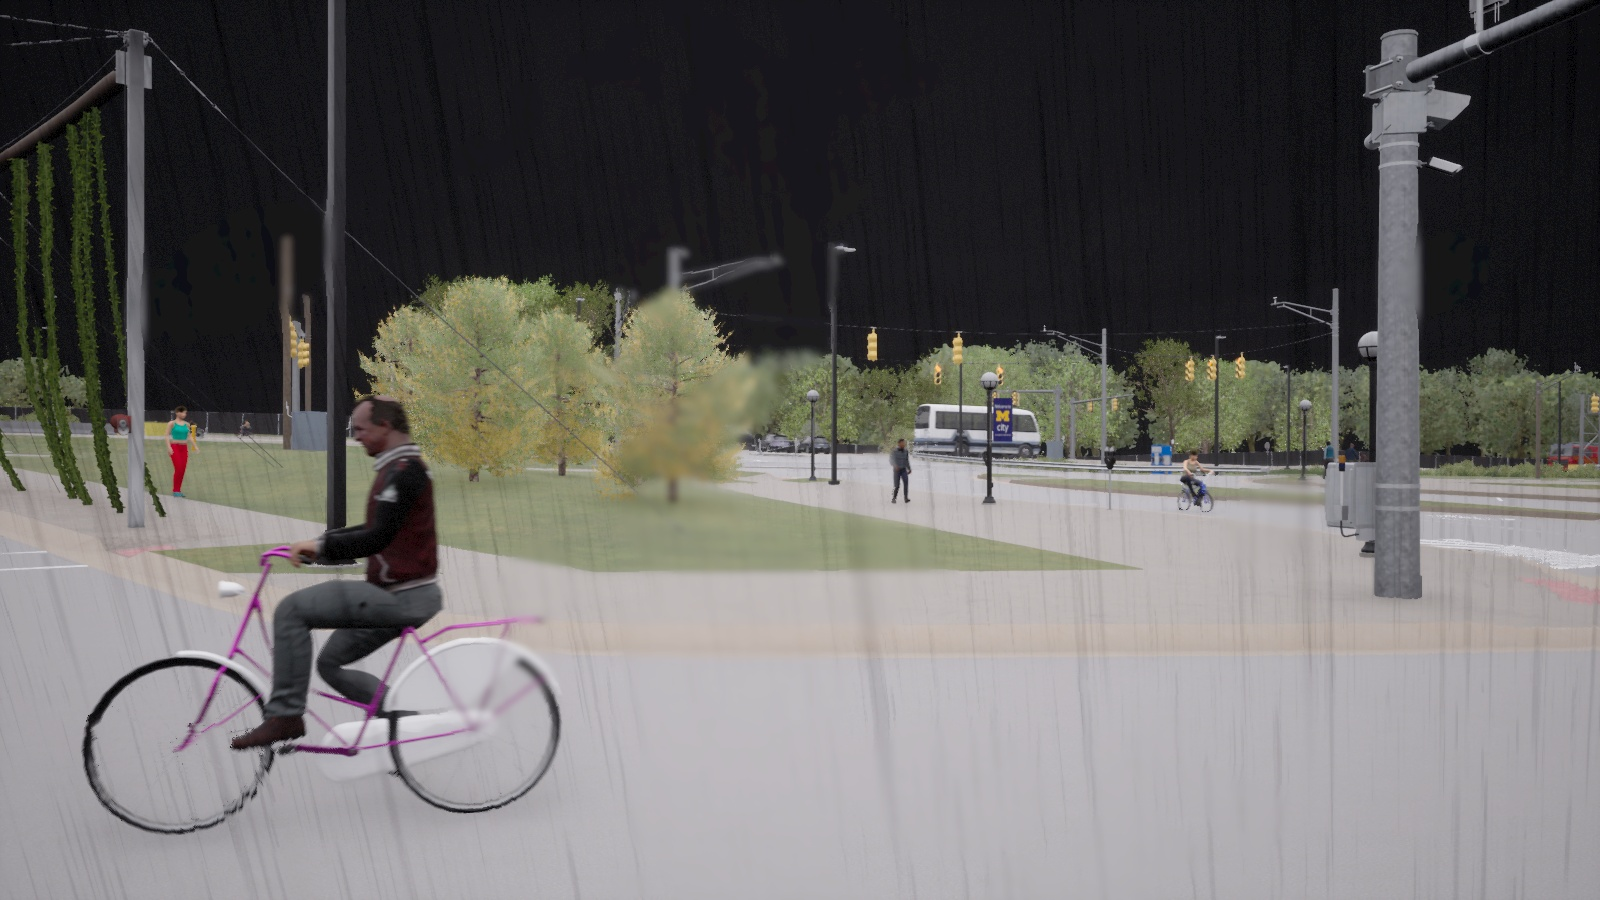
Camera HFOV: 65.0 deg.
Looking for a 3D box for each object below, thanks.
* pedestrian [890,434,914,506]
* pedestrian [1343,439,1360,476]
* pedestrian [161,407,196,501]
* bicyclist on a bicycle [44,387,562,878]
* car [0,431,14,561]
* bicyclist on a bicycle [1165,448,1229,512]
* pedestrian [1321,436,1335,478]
[{"bbox_3d":[2.783,0.535,34.297,0.423,1.949,0.788,0,0,-16],"label":"pedestrian"},{"bbox_3d":[27.510,0.366,62.693,0.726,1.842,0.402,0,0,-26],"label":"pedestrian"},{"bbox_3d":[-12.359,0.081,24.980,0.594,1.836,0.345,0,0,31],"label":"pedestrian"},{"bbox_3d":[-1.932,0.664,5.108,1.843,1.776,0.659,0,-1,-16],"label":"bicyclist on a bicycle"},{"bbox_3d":[-12.446,0.542,17.313,2.033,1.649,4.856,0,2,-41],"label":"car"},{"bbox_3d":[10.218,0.756,32.370,0.866,1.612,1.509,1,-1,-18],"label":"bicyclist on a bicycle"},{"bbox_3d":[24.301,0.333,57.824,0.396,1.930,0.692,0,0,5],"label":"pedestrian"}]
